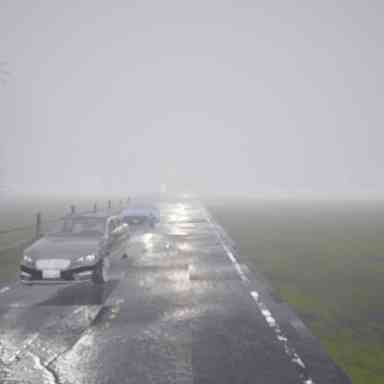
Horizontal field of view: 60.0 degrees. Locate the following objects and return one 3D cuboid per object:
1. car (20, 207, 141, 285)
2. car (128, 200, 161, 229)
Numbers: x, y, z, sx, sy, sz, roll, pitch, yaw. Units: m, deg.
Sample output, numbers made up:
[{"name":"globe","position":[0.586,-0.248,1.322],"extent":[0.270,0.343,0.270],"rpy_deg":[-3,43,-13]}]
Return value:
[{"name":"car","position":[-2.925,1.398,9.301],"extent":[2.128,1.511,4.902],"rpy_deg":[0,1,-1]},{"name":"car","position":[-3.017,1.262,20.231],"extent":[1.882,1.535,5.008],"rpy_deg":[0,1,0]}]
